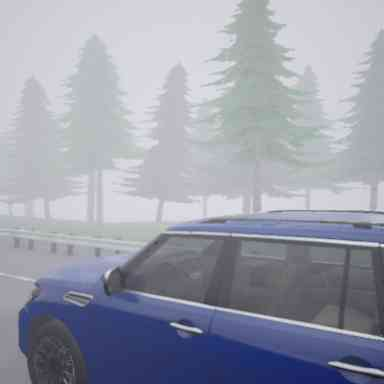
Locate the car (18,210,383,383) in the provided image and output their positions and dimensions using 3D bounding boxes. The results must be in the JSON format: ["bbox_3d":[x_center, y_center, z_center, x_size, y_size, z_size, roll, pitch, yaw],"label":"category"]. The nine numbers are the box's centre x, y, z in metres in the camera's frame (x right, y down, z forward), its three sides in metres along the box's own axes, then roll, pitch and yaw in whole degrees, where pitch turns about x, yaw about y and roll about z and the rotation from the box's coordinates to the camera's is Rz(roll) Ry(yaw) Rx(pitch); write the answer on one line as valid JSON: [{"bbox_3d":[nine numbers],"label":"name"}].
[{"bbox_3d":[0.630,1.205,3.243,5.566,2.045,2.150,0,0,34],"label":"car"}]
